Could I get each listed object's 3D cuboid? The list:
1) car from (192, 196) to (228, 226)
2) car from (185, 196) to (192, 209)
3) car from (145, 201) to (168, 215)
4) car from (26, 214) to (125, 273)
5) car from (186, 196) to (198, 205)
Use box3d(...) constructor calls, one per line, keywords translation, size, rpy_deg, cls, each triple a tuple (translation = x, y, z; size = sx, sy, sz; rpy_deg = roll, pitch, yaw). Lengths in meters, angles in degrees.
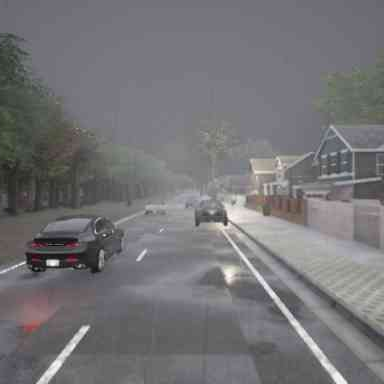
box3d(translation=(1.225, 1.284, 22.625), size=(2.097, 1.767, 4.553), rpy_deg=(0, 0, 0), cls="car")
box3d(translation=(0.031, 1.430, 44.102), size=(2.033, 1.411, 5.357), rpy_deg=(0, 0, 0), cls="car")
box3d(translation=(-3.398, 1.509, 32.610), size=(1.895, 1.301, 4.718), rpy_deg=(0, 0, 0), cls="car")
box3d(translation=(-3.398, 1.472, 10.536), size=(1.837, 1.490, 4.892), rpy_deg=(0, 0, 0), cls="car")
box3d(translation=(0.004, 1.400, 58.654), size=(2.033, 1.411, 5.357), rpy_deg=(0, 0, 0), cls="car")
